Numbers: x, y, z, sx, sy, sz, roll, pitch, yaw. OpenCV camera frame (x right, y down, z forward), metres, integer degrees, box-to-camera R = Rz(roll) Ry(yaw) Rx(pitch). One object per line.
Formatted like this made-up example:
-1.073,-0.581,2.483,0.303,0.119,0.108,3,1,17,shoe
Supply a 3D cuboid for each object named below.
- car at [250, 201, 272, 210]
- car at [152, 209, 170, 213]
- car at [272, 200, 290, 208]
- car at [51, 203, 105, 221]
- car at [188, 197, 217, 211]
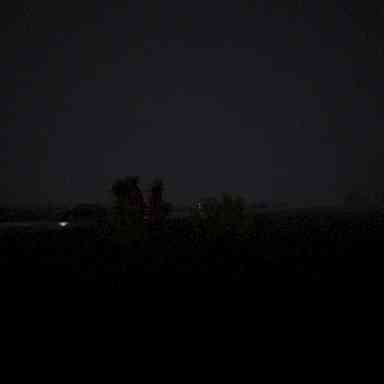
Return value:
10.532,2.099,52.983,1.812,1.442,4.674,-1,-1,36,car
-4.443,1.941,38.401,1.812,1.442,4.674,-1,-1,36,car
16.194,2.230,60.916,2.033,1.411,5.357,-1,-1,36,car
-10.261,1.784,30.328,1.882,1.535,5.008,-1,-1,36,car
1.741,1.753,46.995,2.150,2.045,5.566,-1,-1,36,car
